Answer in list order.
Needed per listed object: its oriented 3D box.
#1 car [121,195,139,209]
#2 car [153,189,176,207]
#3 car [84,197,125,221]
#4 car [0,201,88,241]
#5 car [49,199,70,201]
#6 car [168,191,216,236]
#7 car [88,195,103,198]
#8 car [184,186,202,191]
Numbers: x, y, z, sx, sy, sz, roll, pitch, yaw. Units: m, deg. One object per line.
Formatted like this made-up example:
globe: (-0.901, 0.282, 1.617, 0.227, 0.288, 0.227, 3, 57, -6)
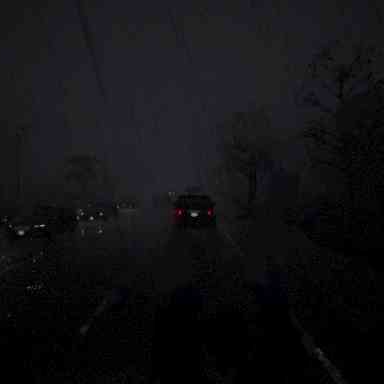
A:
car: (-6.991, 1.031, 36.042, 1.994, 1.385, 4.181, 0, 3, 0)
car: (-3.385, 0.823, 38.441, 2.128, 1.511, 4.902, 0, 3, 0)
car: (-7.029, 1.400, 26.032, 2.033, 1.411, 5.357, 0, 1, 1)
car: (-7.082, 1.420, 16.239, 2.128, 1.511, 4.902, 0, 0, 0)
car: (-10.529, 1.331, 26.003, 1.882, 1.535, 5.008, 0, 1, 0)
car: (0.106, 1.141, 18.147, 2.150, 2.045, 5.566, 0, 0, 0)
car: (-10.497, 1.036, 35.945, 1.994, 1.385, 4.181, 0, 3, 0)
car: (0.117, 0.257, 43.726, 2.150, 2.045, 5.566, 0, 3, 0)
